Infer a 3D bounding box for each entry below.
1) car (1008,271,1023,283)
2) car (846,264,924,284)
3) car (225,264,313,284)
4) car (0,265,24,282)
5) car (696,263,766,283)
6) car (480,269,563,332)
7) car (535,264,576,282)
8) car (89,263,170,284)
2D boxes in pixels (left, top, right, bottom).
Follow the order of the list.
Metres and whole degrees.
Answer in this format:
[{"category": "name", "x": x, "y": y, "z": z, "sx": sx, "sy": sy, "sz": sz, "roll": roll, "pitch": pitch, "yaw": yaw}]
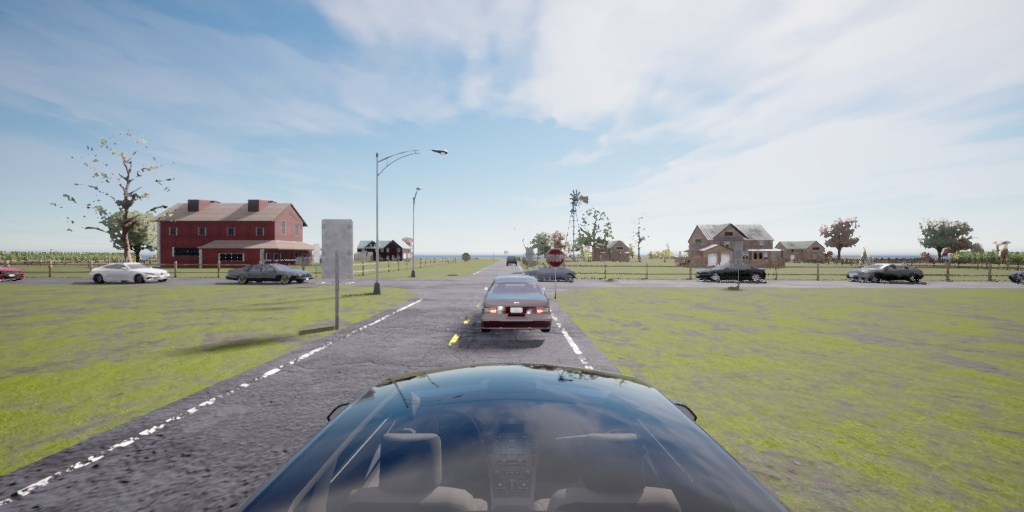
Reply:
[{"category": "car", "x": 42.145, "y": 1.438, "z": 28.072, "sx": 4.674, "sy": 1.442, "sz": 1.812, "roll": 0, "pitch": 0, "yaw": 1}, {"category": "car", "x": 29.234, "y": 1.343, "z": 28.201, "sx": 4.902, "sy": 1.511, "sz": 2.128, "roll": 0, "pitch": 0, "yaw": 0}, {"category": "car", "x": -17.255, "y": 1.245, "z": 25.598, "sx": 5.357, "sy": 1.411, "sz": 2.033, "roll": 0, "pitch": 0, "yaw": 0}, {"category": "car", "x": -38.346, "y": 1.120, "z": 25.767, "sx": 5.008, "sy": 1.535, "sz": 1.882, "roll": 0, "pitch": 0, "yaw": 1}, {"category": "car", "x": 17.197, "y": 1.281, "z": 28.295, "sx": 5.008, "sy": 1.535, "sz": 1.882, "roll": 0, "pitch": 0, "yaw": 0}, {"category": "car", "x": 0.097, "y": 1.296, "z": 10.786, "sx": 2.033, "sy": 1.411, "sz": 5.357, "roll": 0, "pitch": 0, "yaw": 0}, {"category": "car", "x": 2.942, "y": 1.314, "z": 28.400, "sx": 4.181, "sy": 1.385, "sz": 1.994, "roll": 0, "pitch": 0, "yaw": 0}, {"category": "car", "x": -27.350, "y": 1.195, "z": 25.679, "sx": 4.674, "sy": 1.442, "sz": 1.812, "roll": 0, "pitch": 0, "yaw": 1}]
